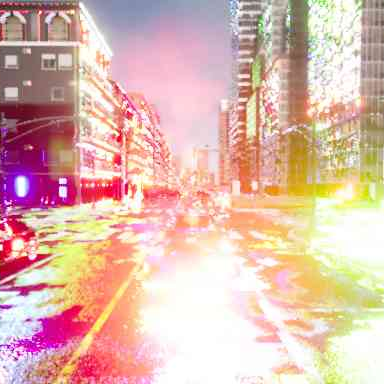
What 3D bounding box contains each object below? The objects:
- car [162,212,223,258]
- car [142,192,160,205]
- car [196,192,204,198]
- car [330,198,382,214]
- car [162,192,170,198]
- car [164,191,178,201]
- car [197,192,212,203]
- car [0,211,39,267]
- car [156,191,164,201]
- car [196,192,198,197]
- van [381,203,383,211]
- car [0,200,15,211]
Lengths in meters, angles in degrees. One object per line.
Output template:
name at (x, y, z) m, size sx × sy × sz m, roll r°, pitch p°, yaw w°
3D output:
car at (0.127, 1.438, 12.334) m, size 1.994 × 1.385 × 4.181 m, roll 0°, pitch 1°, yaw 4°
car at (-6.049, 1.077, 47.152) m, size 1.887 × 1.381 × 4.507 m, roll -1°, pitch 1°, yaw 0°
car at (2.006, 0.698, 86.811) m, size 1.887 × 1.381 × 4.507 m, roll -1°, pitch 1°, yaw 0°
car at (14.459, 1.177, 29.261) m, size 4.313 × 1.339 × 1.947 m, roll 0°, pitch 2°, yaw -1°
car at (-6.299, 0.790, 81.044) m, size 1.802 × 1.307 × 4.206 m, roll -1°, pitch 1°, yaw 0°
car at (-3.490, 0.974, 59.727) m, size 1.994 × 1.385 × 4.181 m, roll 0°, pitch 1°, yaw 0°
car at (2.256, 1.021, 52.920) m, size 1.887 × 1.381 × 4.507 m, roll -1°, pitch 1°, yaw 0°
car at (-5.769, 1.458, 9.089) m, size 2.008 × 1.369 × 4.403 m, roll -1°, pitch 1°, yaw 0°
car at (-6.092, 0.917, 52.800) m, size 1.967 × 1.590 × 4.097 m, roll -1°, pitch 1°, yaw 0°
car at (2.089, 0.811, 75.514) m, size 2.008 × 1.369 × 4.403 m, roll -1°, pitch 1°, yaw 0°
van at (14.533, 1.160, 20.877) m, size 3.998 × 1.788 × 1.690 m, roll 0°, pitch 2°, yaw -1°
car at (-18.099, 1.212, 28.968) m, size 4.829 × 1.417 × 1.752 m, roll 0°, pitch 2°, yaw -1°
